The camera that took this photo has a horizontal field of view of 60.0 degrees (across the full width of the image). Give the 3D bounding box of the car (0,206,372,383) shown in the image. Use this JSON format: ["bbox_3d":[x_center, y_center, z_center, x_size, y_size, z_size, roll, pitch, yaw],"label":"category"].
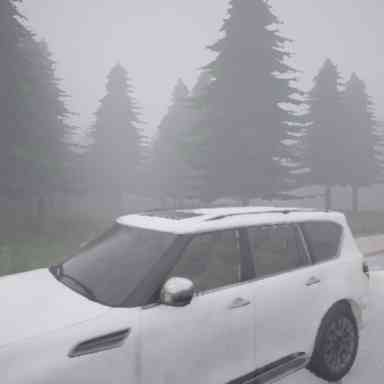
[{"bbox_3d":[-0.087,1.228,3.929,5.566,2.045,2.150,1,0,-36],"label":"car"}]
